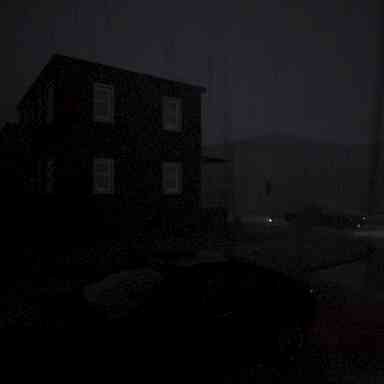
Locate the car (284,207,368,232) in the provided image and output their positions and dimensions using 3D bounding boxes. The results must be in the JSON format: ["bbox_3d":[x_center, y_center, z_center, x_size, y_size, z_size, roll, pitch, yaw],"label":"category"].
[{"bbox_3d":[8.136,1.601,20.592,1.895,1.301,4.718,0,0,-36],"label":"car"}]

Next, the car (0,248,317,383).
[{"bbox_3d":[-0.331,1.526,4.231,4.674,1.442,1.812,0,0,-34],"label":"car"}]

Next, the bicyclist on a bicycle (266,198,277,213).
[{"bbox_3d":[8.304,1.348,34.786,1.656,1.620,0.582,0,0,-35],"label":"bicyclist on a bicycle"}]
